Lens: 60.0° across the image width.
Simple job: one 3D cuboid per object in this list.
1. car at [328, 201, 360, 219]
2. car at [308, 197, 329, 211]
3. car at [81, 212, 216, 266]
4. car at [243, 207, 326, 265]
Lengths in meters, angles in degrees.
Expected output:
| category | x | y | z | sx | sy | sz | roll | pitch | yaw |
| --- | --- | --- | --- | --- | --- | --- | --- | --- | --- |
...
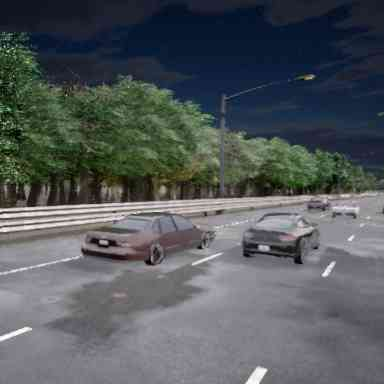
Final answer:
| category | x | y | z | sx | sy | sz | roll | pitch | yaw |
| --- | --- | --- | --- | --- | --- | --- | --- | --- | --- |
| car | 13.474 | 1.520 | 28.885 | 1.895 | 1.301 | 4.718 | 1 | 1 | 31 |
| car | 14.043 | 1.339 | 36.520 | 2.128 | 1.511 | 4.902 | 1 | 1 | 32 |
| car | -1.096 | 1.390 | 11.063 | 2.033 | 1.411 | 5.357 | 1 | 1 | 30 |
| car | 3.230 | 1.439 | 11.532 | 1.812 | 1.442 | 4.674 | 1 | 1 | 30 |
